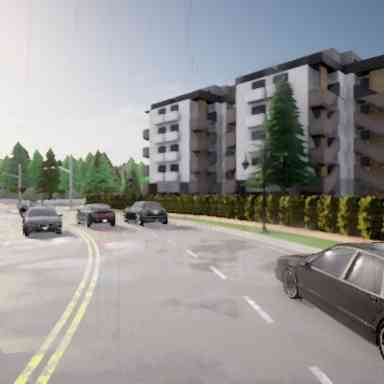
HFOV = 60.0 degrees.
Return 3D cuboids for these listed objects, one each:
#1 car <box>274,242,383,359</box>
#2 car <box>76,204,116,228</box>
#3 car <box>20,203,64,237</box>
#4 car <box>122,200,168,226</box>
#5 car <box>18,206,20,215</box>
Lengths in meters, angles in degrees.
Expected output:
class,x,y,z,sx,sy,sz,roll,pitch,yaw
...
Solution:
class,x,y,z,sx,sy,sz,roll,pitch,yaw
car,3.193,1.566,5.528,2.033,1.411,5.357,0,0,-8
car,-6.781,1.610,23.242,1.837,1.490,4.892,0,-1,-30
car,-8.560,1.598,18.947,1.837,1.490,4.892,1,-1,-28
car,-3.548,1.462,24.540,2.097,1.767,4.553,0,0,-30
car,-16.801,1.775,35.251,4.718,1.301,1.895,0,0,45
